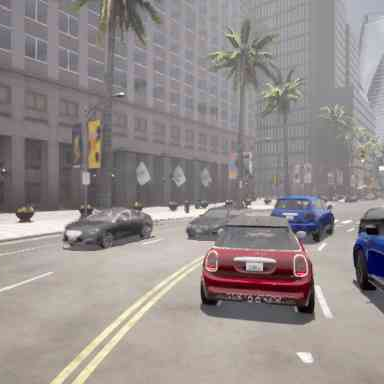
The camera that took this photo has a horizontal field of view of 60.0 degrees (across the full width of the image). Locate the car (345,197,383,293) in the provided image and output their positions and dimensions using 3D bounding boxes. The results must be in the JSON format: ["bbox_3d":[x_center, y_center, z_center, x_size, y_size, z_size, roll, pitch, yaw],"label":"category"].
[{"bbox_3d":[4.536,1.222,5.715,2.150,2.045,5.566,0,0,12],"label":"car"}]

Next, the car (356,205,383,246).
[{"bbox_3d":[9.249,1.478,15.927,1.882,1.535,5.008,0,0,33],"label":"car"}]

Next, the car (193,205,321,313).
[{"bbox_3d":[1.637,1.352,7.990,2.097,1.767,4.553,0,0,14],"label":"car"}]

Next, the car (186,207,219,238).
[{"bbox_3d":[1.461,1.525,17.176,1.812,1.442,4.674,0,0,30],"label":"car"}]

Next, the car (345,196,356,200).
[{"bbox_3d":[34.708,1.513,72.430,2.161,1.482,4.786,0,0,37],"label":"car"}]

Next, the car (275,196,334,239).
[{"bbox_3d":[5.728,1.223,16.935,2.150,2.045,5.566,0,0,32],"label":"car"}]

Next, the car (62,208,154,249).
[{"bbox_3d":[-3.533,1.491,14.834,2.128,1.511,4.902,0,0,24],"label":"car"}]
